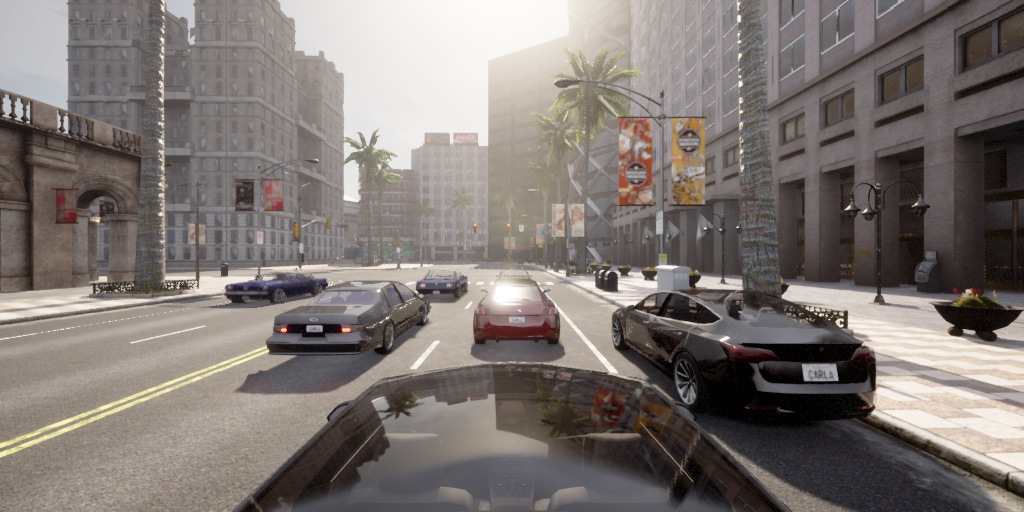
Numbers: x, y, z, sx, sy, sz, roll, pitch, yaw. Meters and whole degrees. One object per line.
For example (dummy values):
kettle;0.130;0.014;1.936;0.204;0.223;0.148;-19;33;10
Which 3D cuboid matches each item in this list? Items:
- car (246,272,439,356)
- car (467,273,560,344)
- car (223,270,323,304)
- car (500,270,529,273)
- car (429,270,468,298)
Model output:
car;-3.400;1.297;8.686;2.033;1.411;5.357;0;0;0
car;0.103;1.314;9.568;1.994;1.385;4.181;0;0;0
car;-10.537;1.351;16.414;1.895;1.301;4.718;0;0;1
car;0.105;1.351;18.376;1.895;1.301;4.718;0;0;0
car;-3.396;1.351;18.335;1.895;1.301;4.718;0;0;0
